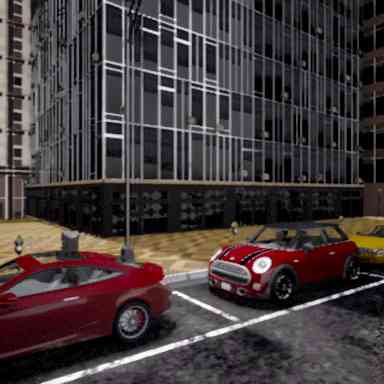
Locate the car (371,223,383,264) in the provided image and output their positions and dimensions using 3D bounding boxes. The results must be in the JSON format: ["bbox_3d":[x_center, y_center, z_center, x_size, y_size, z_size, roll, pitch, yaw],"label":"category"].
[{"bbox_3d":[6.836,1.644,11.455,4.829,1.417,1.752,1,-1,-36],"label":"car"}]

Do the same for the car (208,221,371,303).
[{"bbox_3d":[2.350,1.505,8.251,4.097,1.590,1.967,1,-1,-36],"label":"car"}]

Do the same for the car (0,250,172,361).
[{"bbox_3d":[-2.275,1.591,4.946,4.206,1.307,1.802,1,-1,-36],"label":"car"}]
